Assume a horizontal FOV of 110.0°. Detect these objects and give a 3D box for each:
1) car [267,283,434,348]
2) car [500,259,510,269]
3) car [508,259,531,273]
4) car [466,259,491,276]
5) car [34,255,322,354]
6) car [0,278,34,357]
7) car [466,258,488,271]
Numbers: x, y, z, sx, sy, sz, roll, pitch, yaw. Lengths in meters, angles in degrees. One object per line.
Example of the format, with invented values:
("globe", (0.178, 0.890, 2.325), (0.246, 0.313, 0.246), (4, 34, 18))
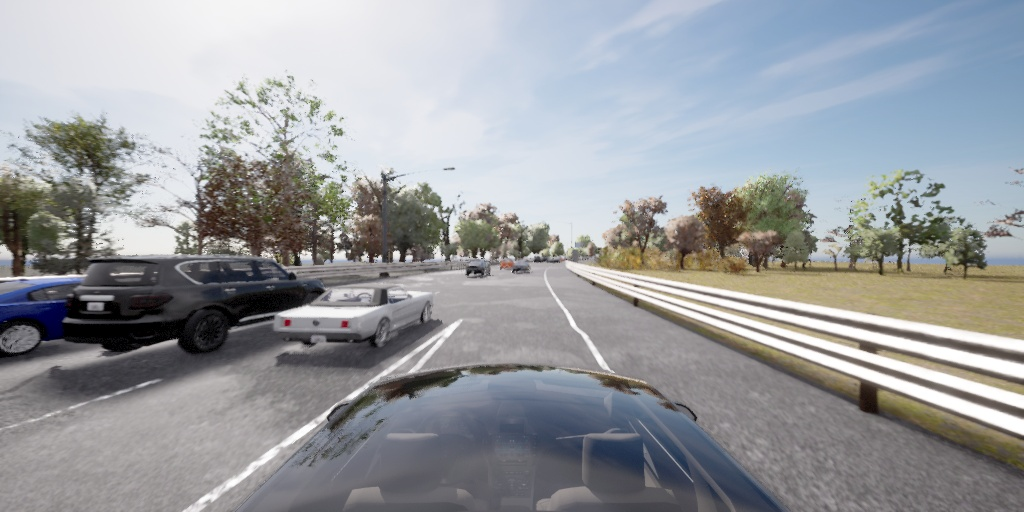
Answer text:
("car", (-3.604, 1.369, 9.344), (1.895, 1.301, 4.718), (0, 0, 6))
("car", (-0.412, 1.208, 57.326), (2.097, 1.767, 4.553), (0, 0, 10))
("car", (1.231, 1.375, 45.743), (2.033, 1.411, 5.357), (0, 0, 9))
("car", (-3.501, 1.329, 37.760), (1.837, 1.490, 4.892), (0, 0, 8))
("car", (-7.142, 0.998, 9.070), (2.150, 2.045, 5.566), (0, 0, 6))
("car", (-10.683, 1.262, 8.744), (1.882, 1.535, 5.008), (0, 0, 6))
("car", (-4.957, 1.207, 51.346), (2.097, 1.767, 4.553), (0, 0, 9))
